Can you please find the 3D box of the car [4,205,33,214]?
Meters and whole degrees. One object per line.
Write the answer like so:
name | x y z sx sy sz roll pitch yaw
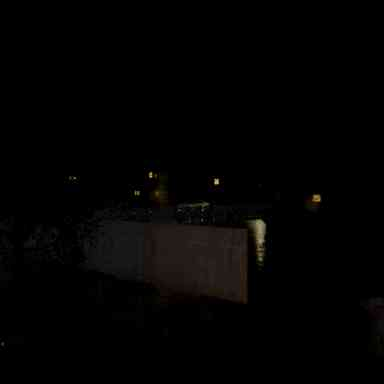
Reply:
car | -13.508 1.518 23.699 2.033 1.411 5.357 3 2 38

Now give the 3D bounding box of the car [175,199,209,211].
car | 0.112 1.605 38.970 4.674 1.442 1.812 1 2 -43

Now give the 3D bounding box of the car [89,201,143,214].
car | -7.078 1.551 31.584 2.033 1.411 5.357 4 2 42
